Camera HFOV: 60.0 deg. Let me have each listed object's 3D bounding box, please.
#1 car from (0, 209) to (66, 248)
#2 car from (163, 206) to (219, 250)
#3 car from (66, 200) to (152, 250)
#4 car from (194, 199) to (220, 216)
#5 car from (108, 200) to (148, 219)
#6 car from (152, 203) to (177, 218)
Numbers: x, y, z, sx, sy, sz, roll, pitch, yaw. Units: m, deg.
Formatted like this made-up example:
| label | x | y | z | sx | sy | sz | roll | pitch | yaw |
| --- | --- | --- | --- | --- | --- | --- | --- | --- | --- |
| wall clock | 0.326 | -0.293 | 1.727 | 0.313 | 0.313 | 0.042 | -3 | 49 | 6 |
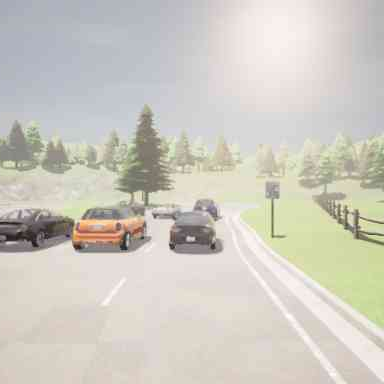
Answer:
| label | x | y | z | sx | sy | sz | roll | pitch | yaw |
| --- | --- | --- | --- | --- | --- | --- | --- | --- | --- |
| car | -6.856 | 1.492 | 14.782 | 2.128 | 1.511 | 4.902 | 0 | 0 | 4 |
| car | 0.125 | 1.530 | 14.270 | 1.812 | 1.442 | 4.674 | 0 | 0 | 4 |
| car | -3.368 | 1.363 | 14.496 | 2.097 | 1.767 | 4.553 | 0 | 0 | 4 |
| car | 1.294 | 1.363 | 29.080 | 2.097 | 1.767 | 4.553 | 0 | 0 | 8 |
| car | -5.638 | 1.492 | 30.054 | 2.128 | 1.511 | 4.902 | 0 | 0 | 8 |
| car | -2.166 | 1.614 | 29.611 | 1.895 | 1.301 | 4.718 | 0 | 0 | 8 |
